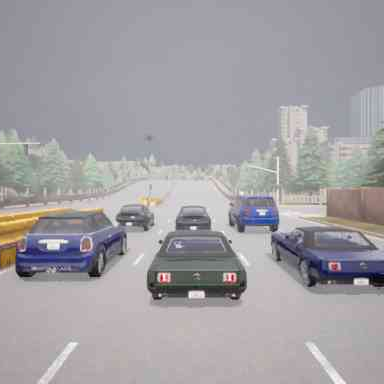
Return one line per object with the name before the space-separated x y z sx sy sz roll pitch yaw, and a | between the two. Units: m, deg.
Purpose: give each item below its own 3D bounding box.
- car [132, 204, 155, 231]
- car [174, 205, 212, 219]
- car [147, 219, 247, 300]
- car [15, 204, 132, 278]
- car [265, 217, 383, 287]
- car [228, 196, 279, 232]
car | -3.440 1.505 20.582 1.837 1.490 4.892 0 0 0
car | 0.065 1.505 18.585 1.837 1.490 4.892 0 0 0
car | 0.085 1.601 8.348 1.895 1.301 4.718 0 0 0
car | -3.419 1.354 10.319 2.097 1.767 4.553 0 0 0
car | 3.582 1.601 9.252 1.895 1.301 4.718 0 0 0
car | 3.583 1.221 20.059 2.150 2.045 5.566 0 0 -2
